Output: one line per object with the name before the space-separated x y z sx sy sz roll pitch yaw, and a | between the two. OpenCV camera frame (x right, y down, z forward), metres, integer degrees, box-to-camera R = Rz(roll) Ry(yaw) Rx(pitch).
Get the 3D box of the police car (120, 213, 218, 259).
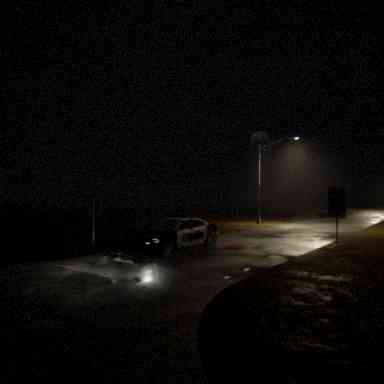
police car | -0.805 1.748 14.344 1.930 1.638 5.238 0 -1 36
